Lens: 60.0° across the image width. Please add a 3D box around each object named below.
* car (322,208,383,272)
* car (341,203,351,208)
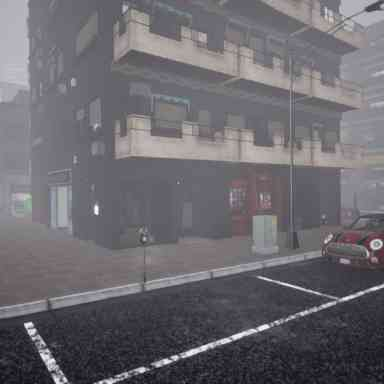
[{"bbox_3d":[5.938,1.437,10.582,4.097,1.590,1.967,0,-1,-36],"label":"car"},{"bbox_3d":[12.976,1.588,30.285,1.994,1.385,4.181,-1,1,-36],"label":"car"}]
